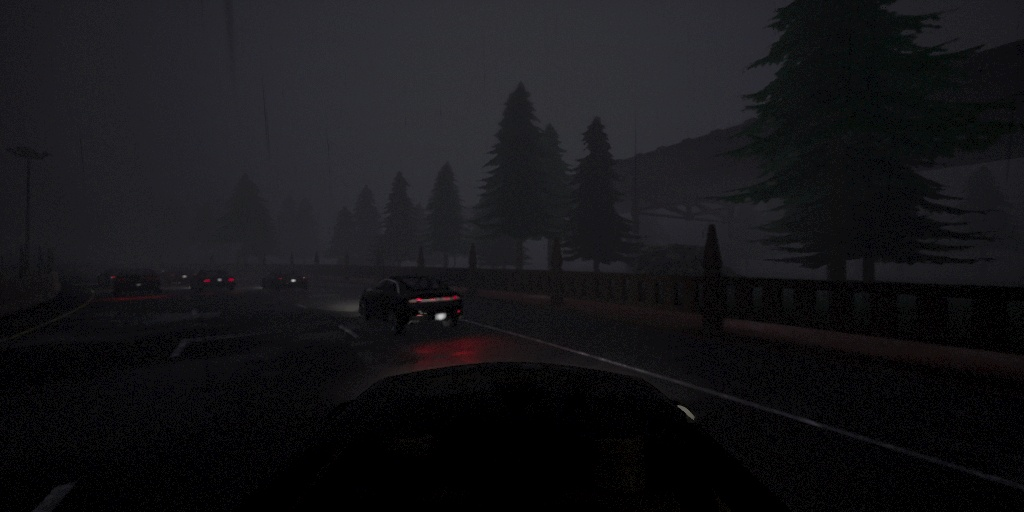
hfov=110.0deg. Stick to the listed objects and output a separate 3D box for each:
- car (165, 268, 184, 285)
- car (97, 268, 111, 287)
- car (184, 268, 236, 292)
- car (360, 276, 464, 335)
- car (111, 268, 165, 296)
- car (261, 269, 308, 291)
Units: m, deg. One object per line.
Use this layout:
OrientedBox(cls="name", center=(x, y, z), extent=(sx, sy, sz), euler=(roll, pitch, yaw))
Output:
OrientedBox(cls="car", center=(-28.823, 1.699, 30.979), extent=(4.181, 1.385, 1.994), euler=(-1, -1, 36))
OrientedBox(cls="car", center=(-31.176, 1.651, 28.447), extent=(5.357, 1.411, 2.033), euler=(-1, -1, 35))
OrientedBox(cls="car", center=(-20.349, 1.595, 24.330), extent=(5.357, 1.411, 2.033), euler=(-1, -1, 42))
OrientedBox(cls="car", center=(-3.285, 1.364, 11.159), extent=(2.128, 1.511, 4.902), euler=(1, -1, -37))
OrientedBox(cls="car", center=(-22.719, 1.492, 21.732), extent=(5.008, 1.535, 1.882), euler=(-1, -1, 42))
OrientedBox(cls="car", center=(-15.806, 1.617, 24.870), extent=(4.181, 1.385, 1.994), euler=(-1, -1, 43))
